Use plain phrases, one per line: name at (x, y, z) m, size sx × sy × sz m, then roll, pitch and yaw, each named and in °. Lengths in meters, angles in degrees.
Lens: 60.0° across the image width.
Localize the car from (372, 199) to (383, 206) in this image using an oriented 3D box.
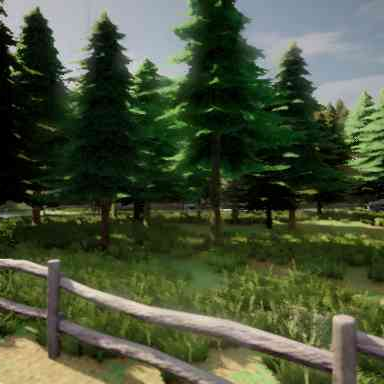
car at (22.358, 1.536, 36.887) m, size 4.892 × 1.490 × 1.837 m, roll -1°, pitch 0°, yaw 8°

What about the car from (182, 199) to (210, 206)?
car at (0.621, 1.575, 39.986) m, size 4.892 × 1.490 × 1.837 m, roll 0°, pitch 0°, yaw -8°
